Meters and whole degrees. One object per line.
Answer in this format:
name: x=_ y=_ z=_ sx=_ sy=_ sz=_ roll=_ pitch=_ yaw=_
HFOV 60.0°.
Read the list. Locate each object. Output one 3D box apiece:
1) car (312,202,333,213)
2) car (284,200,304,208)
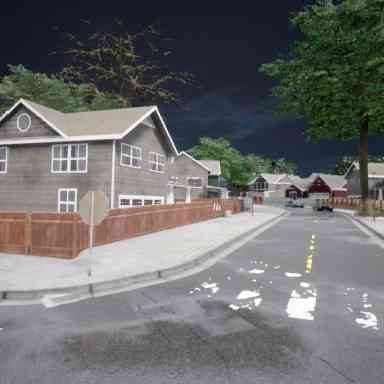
car: x=16.648 y=1.929 z=42.585 sx=1.895 sy=1.301 sz=4.718 roll=1 pitch=0 yaw=12
car: x=17.068 y=1.996 z=55.704 sx=1.994 sy=1.385 sz=4.181 roll=2 pitch=0 yaw=-6
